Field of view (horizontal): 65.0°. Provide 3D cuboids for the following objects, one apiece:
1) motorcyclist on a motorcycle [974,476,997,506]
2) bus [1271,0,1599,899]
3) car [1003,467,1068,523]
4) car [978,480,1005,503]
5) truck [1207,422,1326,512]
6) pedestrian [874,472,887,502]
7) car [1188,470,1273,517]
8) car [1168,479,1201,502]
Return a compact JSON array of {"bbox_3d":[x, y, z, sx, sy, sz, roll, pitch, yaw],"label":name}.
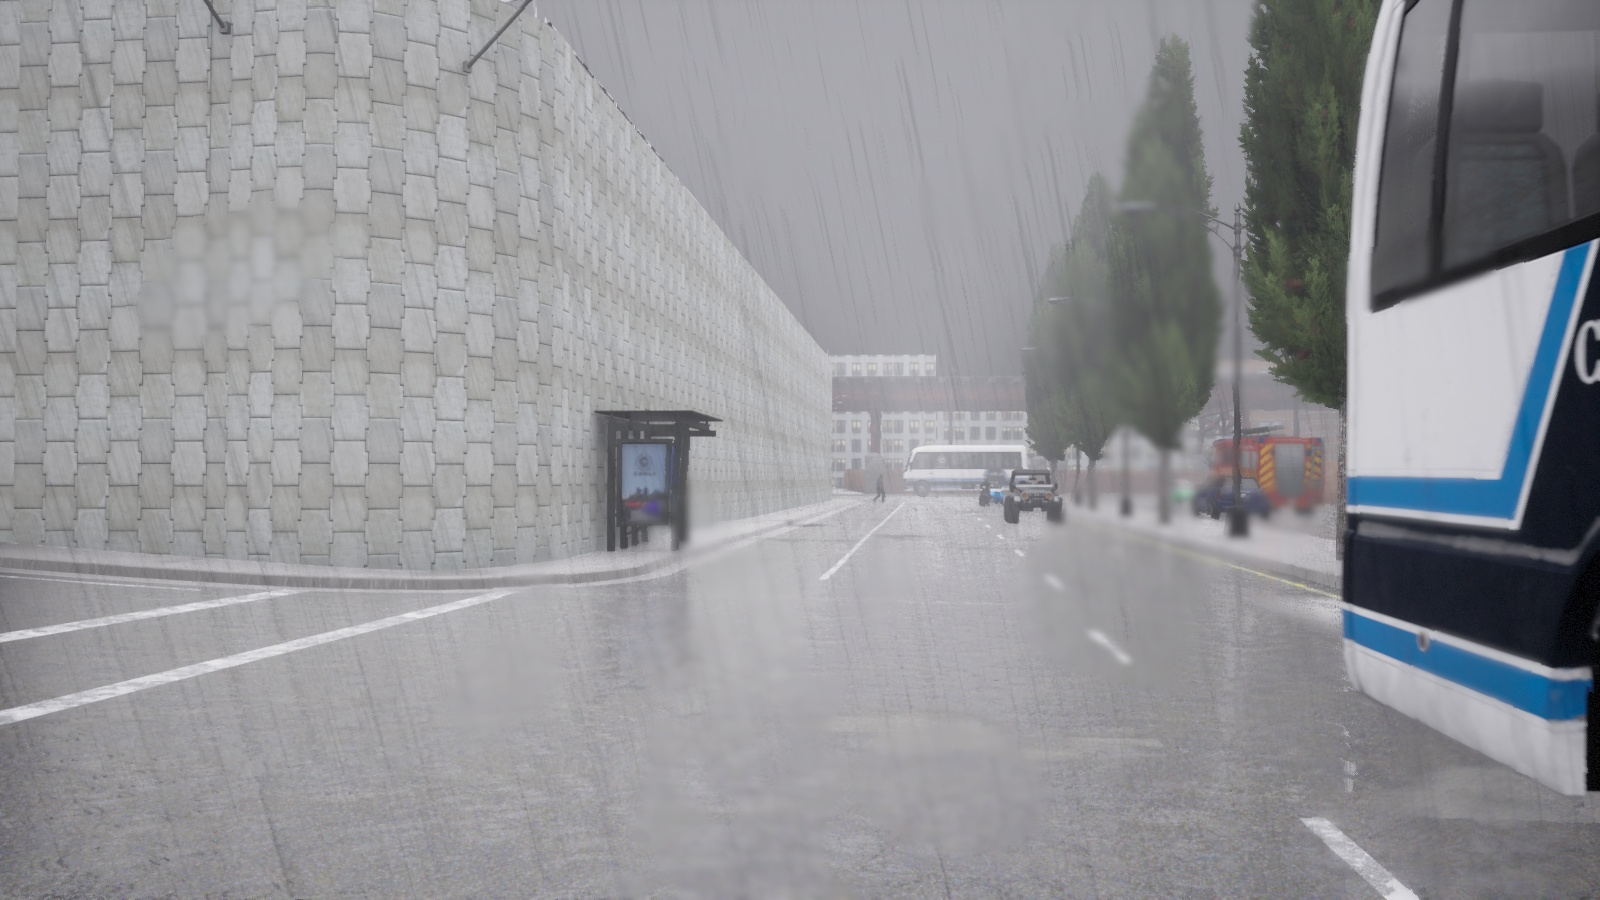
[{"bbox_3d":[10.123,2.228,68.452,0.866,1.590,1.817,-1,-1,20],"label":"motorcyclist on a motorcycle"},{"bbox_3d":[3.656,-0.558,0.500,3.944,4.253,10.273,0,-1,6],"label":"bus"},{"bbox_3d":[8.235,1.550,44.206,1.905,1.878,3.866,0,-1,6],"label":"car"},{"bbox_3d":[11.417,2.462,74.800,1.481,1.376,2.207,0,-2,6],"label":"car"},{"bbox_3d":[21.193,0.817,57.615,2.891,3.827,8.468,0,-1,5],"label":"truck"},{"bbox_3d":[4.931,2.271,76.927,0.694,1.848,0.540,0,-1,-15],"label":"pedestrian"},{"bbox_3d":[16.821,1.680,49.262,2.097,1.767,4.553,0,-1,5],"label":"car"},{"bbox_3d":[23.045,2.416,75.357,1.481,1.376,2.207,0,-1,6],"label":"car"}]
